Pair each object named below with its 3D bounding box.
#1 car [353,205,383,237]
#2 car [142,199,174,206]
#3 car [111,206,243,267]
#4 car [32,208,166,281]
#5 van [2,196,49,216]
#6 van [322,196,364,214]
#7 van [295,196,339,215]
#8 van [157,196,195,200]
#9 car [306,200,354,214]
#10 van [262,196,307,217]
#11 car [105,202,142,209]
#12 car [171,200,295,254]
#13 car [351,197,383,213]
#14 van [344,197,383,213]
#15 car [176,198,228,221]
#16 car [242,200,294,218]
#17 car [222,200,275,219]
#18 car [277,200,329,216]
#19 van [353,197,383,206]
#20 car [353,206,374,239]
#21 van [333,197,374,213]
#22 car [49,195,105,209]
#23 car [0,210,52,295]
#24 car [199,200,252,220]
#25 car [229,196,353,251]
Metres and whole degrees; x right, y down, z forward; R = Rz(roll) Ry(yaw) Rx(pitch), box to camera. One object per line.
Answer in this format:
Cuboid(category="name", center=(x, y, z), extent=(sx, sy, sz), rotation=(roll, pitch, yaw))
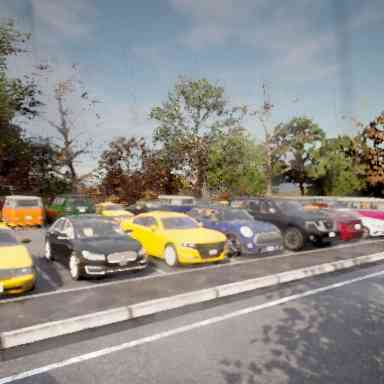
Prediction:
Cuboid(category="car", center=(8.217, 1.608, 18.119), extent=(2.002, 1.452, 4.674), rotation=(1, 0, -35))
Cuboid(category="car", center=(-3.718, 1.517, 25.664), extent=(2.231, 1.521, 4.892), rotation=(1, 0, -35))
Cuboid(category="car", center=(-0.825, 1.471, 11.681), extent=(2.097, 1.535, 5.008), rotation=(1, 0, -35))
Cuboid(category="car", center=(-3.082, 1.461, 10.072), extent=(2.231, 1.521, 4.892), rotation=(0, 0, -35))
Cuboid(category="van", center=(-10.653, 1.233, 20.875), extent=(1.878, 1.987, 4.442), rotation=(0, 0, -35))
Cuboid(category="van", center=(18.786, 1.572, 41.563), extent=(1.878, 1.987, 4.442), rotation=(1, -1, -35))
Cuboid(category="van", center=(14.396, 1.504, 38.435), extent=(1.878, 1.987, 4.442), rotation=(1, 0, -35))
Cuboid(category="van", center=(-1.531, 1.317, 27.373), extent=(1.878, 1.987, 4.442), rotation=(1, 0, -35))
Cuboid(category="car", center=(16.579, 1.757, 40.140), extent=(2.097, 1.535, 5.008), rotation=(1, 0, -35))
Cuboid(category="van", center=(9.749, 1.451, 35.411), extent=(1.878, 1.987, 4.442), rotation=(1, 0, -35))
Cuboid(category="car", center=(-5.868, 1.488, 23.913), extent=(1.946, 1.575, 5.366), rotation=(1, 0, -35))
Cuboid(category="car", center=(1.423, 1.365, 13.313), extent=(2.185, 1.767, 4.553), rotation=(1, 0, -35))
Cuboid(category="car", center=(25.508, 1.760, 46.461), extent=(2.435, 2.045, 5.566), rotation=(2, -1, -35))
Cuboid(category="van", center=(23.168, 1.714, 44.972), extent=(1.878, 1.987, 4.442), rotation=(2, -1, -35))
Cuboid(category="car", center=(0.809, 1.444, 28.859), extent=(2.185, 1.767, 4.553), rotation=(1, 0, -35))
Cuboid(category="car", center=(7.562, 1.651, 33.702), extent=(2.231, 1.521, 4.892), rotation=(1, 0, -35))
Cuboid(category="car", center=(5.306, 1.623, 32.095), extent=(2.097, 1.535, 5.008), rotation=(1, 0, -35))
Cuboid(category="car", center=(12.179, 1.700, 36.772), extent=(1.946, 1.575, 5.366), rotation=(1, 0, -35))
Cuboid(category="van", center=(10.414, 1.369, 19.824), extent=(1.878, 1.987, 4.442), rotation=(1, 0, -35))
Cuboid(category="car", center=(5.941, 1.571, 16.530), extent=(2.163, 1.488, 4.792), rotation=(1, 0, -35))
Cuboid(category="van", center=(21.015, 1.646, 43.437), extent=(1.878, 1.987, 4.442), rotation=(2, -1, -35))
Cuboid(category="car", center=(-8.245, 1.219, 22.481), extent=(2.435, 2.045, 5.566), rotation=(0, 0, -35))
Cuboid(category="car", center=(-5.226, 1.454, 8.309), extent=(1.946, 1.575, 5.366), rotation=(0, 0, -35))
Cuboid(category="car", center=(2.948, 1.595, 30.415), extent=(2.097, 1.535, 5.008), rotation=(1, 0, -35))
Cuboid(category="car", center=(3.716, 1.263, 14.873), extent=(2.435, 2.045, 5.566), rotation=(1, 0, -35))
